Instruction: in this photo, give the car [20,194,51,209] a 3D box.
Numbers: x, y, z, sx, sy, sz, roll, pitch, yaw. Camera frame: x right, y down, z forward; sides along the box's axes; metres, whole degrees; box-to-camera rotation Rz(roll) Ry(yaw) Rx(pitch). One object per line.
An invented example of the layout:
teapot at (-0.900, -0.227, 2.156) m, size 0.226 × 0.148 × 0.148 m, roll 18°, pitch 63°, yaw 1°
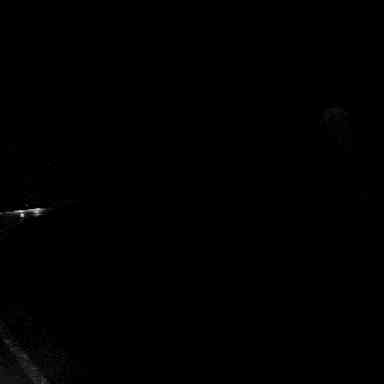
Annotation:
car at (-17.400, 1.038, 37.249) m, size 1.812 × 1.442 × 4.674 m, roll -5°, pitch 3°, yaw -2°
